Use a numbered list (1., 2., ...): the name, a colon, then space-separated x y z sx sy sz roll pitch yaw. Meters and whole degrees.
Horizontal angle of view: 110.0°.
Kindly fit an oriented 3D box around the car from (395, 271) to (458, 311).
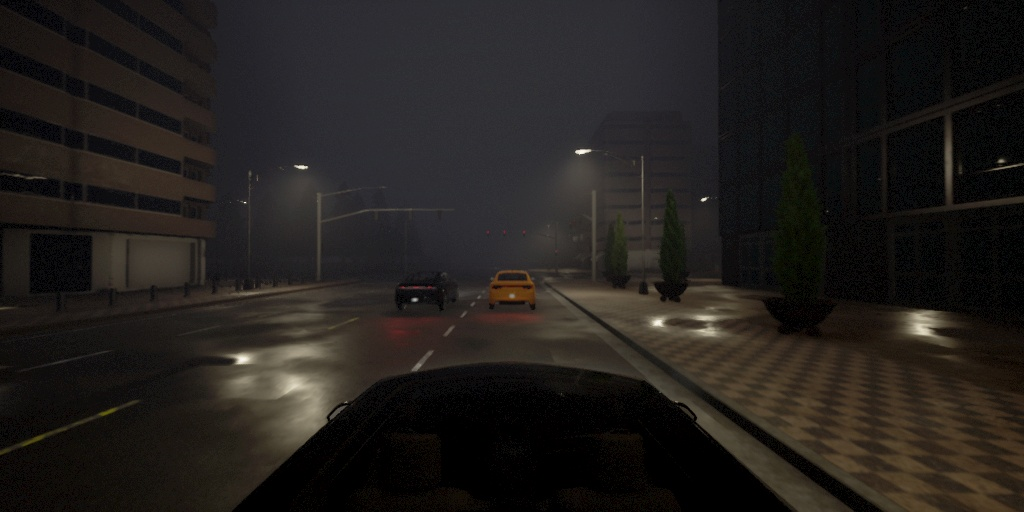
1. car: -3.483 1.390 15.336 2.128 1.511 4.902 0 0 0

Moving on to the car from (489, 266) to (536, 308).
1. car: 0.024 1.383 16.077 1.882 1.535 5.008 0 0 0
